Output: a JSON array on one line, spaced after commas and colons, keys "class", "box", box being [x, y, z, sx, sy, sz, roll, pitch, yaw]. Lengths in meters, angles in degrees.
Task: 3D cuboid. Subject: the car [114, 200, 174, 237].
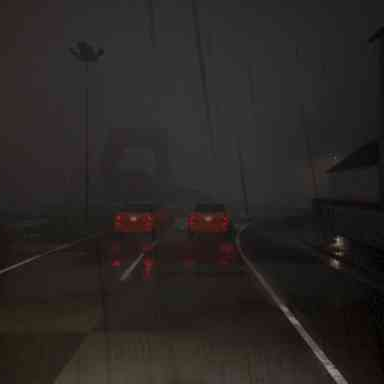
[{"class": "car", "box": [-2.366, 1.279, 17.712, 2.097, 1.767, 4.553, 0, 0, 10]}]

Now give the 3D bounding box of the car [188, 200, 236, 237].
[{"class": "car", "box": [1.167, 1.279, 17.701, 2.097, 1.767, 4.553, 0, 0, 11]}]
